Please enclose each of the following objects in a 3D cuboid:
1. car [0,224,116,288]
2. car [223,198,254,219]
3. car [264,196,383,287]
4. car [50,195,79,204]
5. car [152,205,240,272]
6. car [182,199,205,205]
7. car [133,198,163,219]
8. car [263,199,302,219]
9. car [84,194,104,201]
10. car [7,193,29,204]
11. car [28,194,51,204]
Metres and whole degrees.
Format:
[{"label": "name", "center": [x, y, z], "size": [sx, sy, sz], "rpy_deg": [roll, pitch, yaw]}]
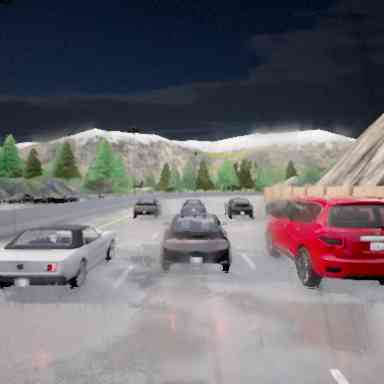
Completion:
[{"label": "car", "center": [-3.396, 1.503, 8.879], "size": [1.895, 1.301, 4.718], "rpy_deg": [0, 1, 0]}, {"label": "car", "center": [3.612, 1.222, 26.162], "size": [1.837, 1.490, 4.892], "rpy_deg": [0, 1, 0]}, {"label": "car", "center": [3.604, 1.121, 9.129], "size": [2.150, 2.045, 5.566], "rpy_deg": [0, 1, 0]}, {"label": "car", "center": [-17.520, 1.095, 46.598], "size": [1.895, 1.301, 4.718], "rpy_deg": [0, 1, 1]}, {"label": "car", "center": [0.105, 1.378, 10.342], "size": [2.128, 1.511, 4.902], "rpy_deg": [0, 1, 0]}, {"label": "car", "center": [0.112, 1.275, 26.637], "size": [1.994, 1.385, 4.181], "rpy_deg": [0, 1, 0]}, {"label": "car", "center": [-3.389, 1.208, 26.085], "size": [2.128, 1.511, 4.902], "rpy_deg": [0, 1, 0]}, {"label": "car", "center": [7.112, 1.277, 26.538], "size": [1.994, 1.385, 4.181], "rpy_deg": [0, 1, 0]}, {"label": "car", "center": [-13.975, 1.008, 47.752], "size": [1.812, 1.442, 4.674], "rpy_deg": [0, 1, 1]}, {"label": "car", "center": [-24.487, 0.986, 47.744], "size": [1.837, 1.490, 4.892], "rpy_deg": [0, 1, 1]}, {"label": "car", "center": [-21.000, 1.083, 47.708], "size": [1.895, 1.301, 4.718], "rpy_deg": [0, 1, 1]}]
